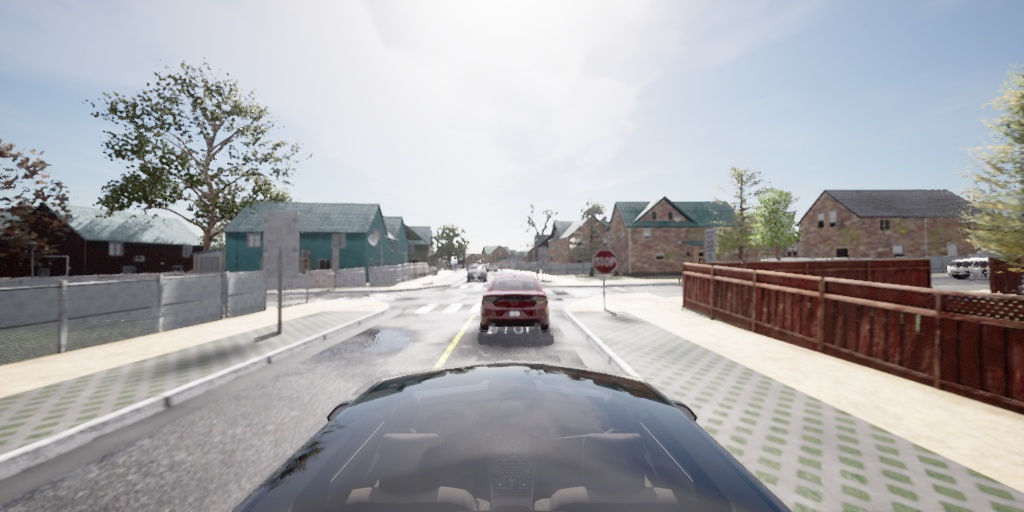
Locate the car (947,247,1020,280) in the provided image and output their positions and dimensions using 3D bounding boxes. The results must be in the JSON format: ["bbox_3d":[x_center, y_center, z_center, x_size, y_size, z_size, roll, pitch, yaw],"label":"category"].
[{"bbox_3d":[30.234,0.428,21.871,5.566,2.045,2.150,-1,-1,0],"label":"car"}]

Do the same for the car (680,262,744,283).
[{"bbox_3d":[12.918,1.114,21.948,4.902,1.511,2.128,-1,-1,0],"label":"car"}]

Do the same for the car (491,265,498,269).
[{"bbox_3d":[-3.765,2.246,64.217,1.895,1.301,4.718,0,-1,-10],"label":"car"}]

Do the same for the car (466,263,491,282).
[{"bbox_3d":[-3.302,1.653,34.388,2.128,1.511,4.902,0,-1,-3],"label":"car"}]

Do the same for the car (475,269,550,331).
[{"bbox_3d":[0.081,1.328,11.483,1.882,1.535,5.008,0,-1,0],"label":"car"}]
